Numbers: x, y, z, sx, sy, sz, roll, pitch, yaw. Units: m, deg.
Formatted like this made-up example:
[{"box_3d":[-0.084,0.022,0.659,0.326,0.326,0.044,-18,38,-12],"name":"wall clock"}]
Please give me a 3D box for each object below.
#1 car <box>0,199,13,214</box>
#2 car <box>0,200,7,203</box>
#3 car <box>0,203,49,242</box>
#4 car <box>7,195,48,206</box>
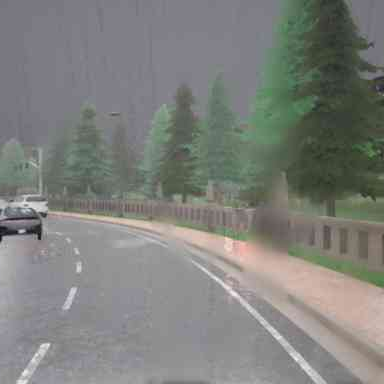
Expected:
[{"box_3d":[-21.792,1.590,37.530,1.812,1.442,4.674,0,0,-42],"name":"car"},{"box_3d":[-16.427,1.549,26.339,1.837,1.490,4.892,0,0,-41],"name":"car"},{"box_3d":[-8.777,1.519,16.777,2.128,1.511,4.902,0,0,-31],"name":"car"},{"box_3d":[-14.726,1.272,29.838,2.150,2.045,5.566,0,0,-42],"name":"car"}]
